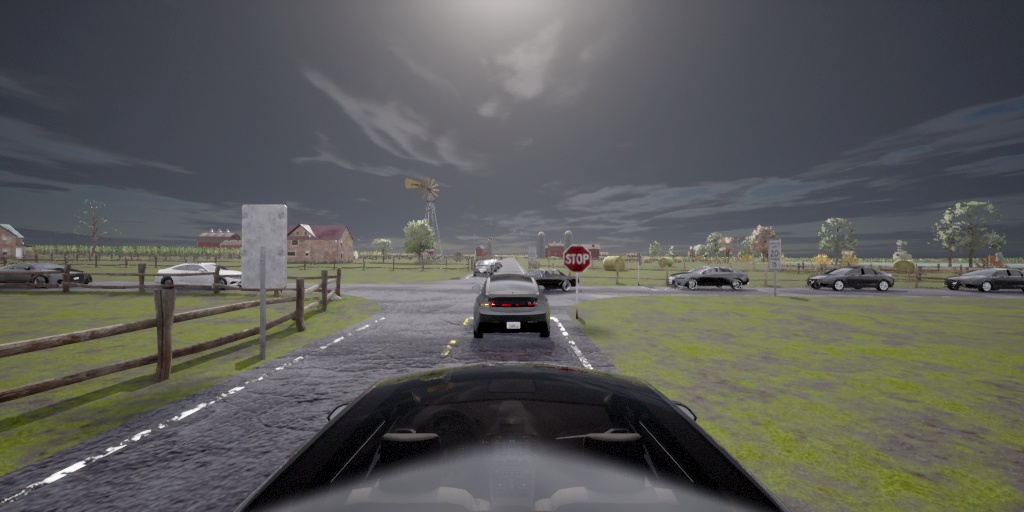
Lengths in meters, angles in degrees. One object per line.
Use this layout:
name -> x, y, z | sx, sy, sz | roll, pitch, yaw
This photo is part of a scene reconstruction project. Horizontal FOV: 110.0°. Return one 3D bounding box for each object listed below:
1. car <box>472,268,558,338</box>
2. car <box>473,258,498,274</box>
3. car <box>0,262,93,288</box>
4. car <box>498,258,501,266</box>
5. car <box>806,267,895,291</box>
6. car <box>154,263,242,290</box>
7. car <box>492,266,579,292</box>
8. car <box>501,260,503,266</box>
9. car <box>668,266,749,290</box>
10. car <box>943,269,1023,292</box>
car -> -0.074, 1.256, 10.193 | 1.837, 1.490, 4.892 | 0, 0, -3
car -> -2.860, 1.243, 36.879 | 2.128, 1.511, 4.902 | 0, 0, 0
car -> -26.364, 1.048, 20.027 | 4.181, 1.385, 1.994 | 1, -1, -1
car -> -2.853, 1.241, 46.325 | 2.128, 1.511, 4.902 | 0, 0, 0
car -> 22.199, 1.499, 23.639 | 4.892, 1.490, 1.837 | 1, -1, -1
car -> -17.244, 1.103, 20.149 | 4.674, 1.442, 1.812 | 1, -1, -1
car -> 1.499, 1.369, 20.239 | 4.718, 1.301, 1.895 | 1, 0, -35
car -> -2.823, 1.240, 55.867 | 2.128, 1.511, 4.902 | 0, 0, 0
car -> 12.797, 1.397, 23.468 | 4.902, 1.511, 2.128 | 1, -1, -2
car -> 31.702, 1.587, 23.760 | 4.892, 1.490, 1.837 | 1, -1, -1
